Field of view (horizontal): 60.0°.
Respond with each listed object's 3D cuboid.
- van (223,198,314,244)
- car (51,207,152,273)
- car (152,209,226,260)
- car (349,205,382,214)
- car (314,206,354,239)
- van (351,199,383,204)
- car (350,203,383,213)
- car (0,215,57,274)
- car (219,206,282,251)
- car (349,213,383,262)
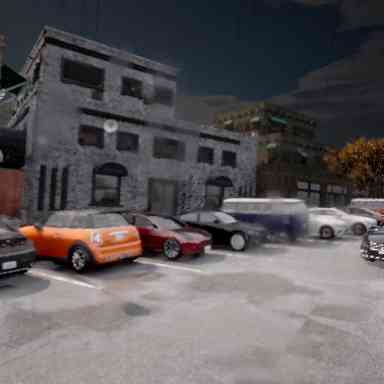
[{"bbox_3d":[3.227,1.301,16.005,4.442,1.987,1.878,-1,-1,35],"label":"van"},{"bbox_3d":[-3.832,1.350,10.822,4.553,1.767,2.185,-1,-1,35],"label":"car"},{"bbox_3d":[-1.435,1.517,12.529,4.792,1.488,2.163,-1,-1,35],"label":"car"},{"bbox_3d":[8.117,1.628,19.331,4.674,1.452,2.002,-1,-2,35],"label":"car"},{"bbox_3d":[5.717,1.594,17.635,4.674,1.452,2.002,-1,-1,35],"label":"car"},{"bbox_3d":[12.811,1.463,22.771,4.442,1.987,1.878,0,-1,35],"label":"van"},{"bbox_3d":[10.533,1.659,20.996,4.792,1.488,2.163,-1,-2,35],"label":"car"},{"bbox_3d":[-6.239,1.474,9.136,4.892,1.521,2.231,-1,-1,35],"label":"car"},{"bbox_3d":[0.925,1.503,14.245,5.008,1.535,2.097,-1,-1,35],"label":"car"},{"bbox_3d":[7.591,1.561,11.204,4.892,1.490,1.837,0,0,-35],"label":"car"}]
